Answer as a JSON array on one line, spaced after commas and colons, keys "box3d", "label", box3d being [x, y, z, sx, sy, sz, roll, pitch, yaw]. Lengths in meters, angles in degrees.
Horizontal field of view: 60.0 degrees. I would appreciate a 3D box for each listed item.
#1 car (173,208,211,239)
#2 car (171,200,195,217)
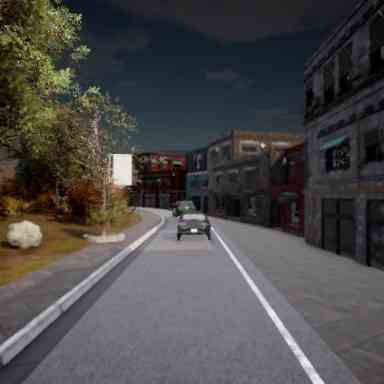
[{"box3d": [0.111, 1.820, 18.946, 1.812, 1.442, 4.674, 0, -1, 0], "label": "car"}, {"box3d": [-1.023, 1.909, 37.996, 2.150, 2.045, 5.566, 0, -1, -10], "label": "car"}]
